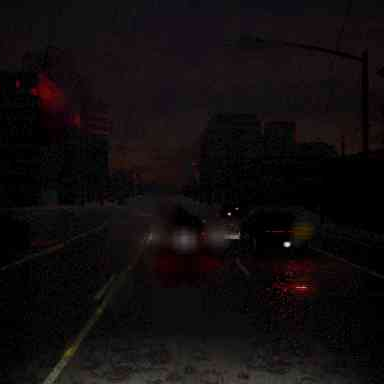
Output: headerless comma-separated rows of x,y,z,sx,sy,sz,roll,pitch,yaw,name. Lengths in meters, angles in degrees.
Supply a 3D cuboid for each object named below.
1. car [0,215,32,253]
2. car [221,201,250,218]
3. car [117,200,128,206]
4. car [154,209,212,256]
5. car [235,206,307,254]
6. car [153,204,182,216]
-7.384,1.584,11.790,1.812,1.442,4.674,0,0,-2,car
4.117,1.618,30.800,1.837,1.490,4.892,-2,-1,22,car
-15.293,2.405,72.965,1.895,1.301,4.718,0,-2,-5,car
-0.295,1.612,13.364,1.994,1.385,4.181,0,0,-2,car
3.193,1.545,13.765,1.837,1.490,4.892,0,0,-1,car
-2.026,1.718,29.113,1.895,1.301,4.718,0,0,-19,car
